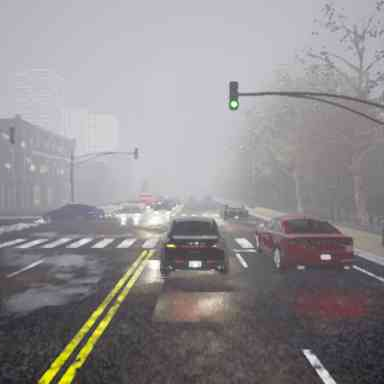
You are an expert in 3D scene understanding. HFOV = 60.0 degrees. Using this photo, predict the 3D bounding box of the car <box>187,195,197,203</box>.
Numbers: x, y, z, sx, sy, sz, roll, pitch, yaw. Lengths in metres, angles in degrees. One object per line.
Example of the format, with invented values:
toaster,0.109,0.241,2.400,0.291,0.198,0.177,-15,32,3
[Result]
car,0.007,1.474,69.735,1.812,1.442,4.674,0,0,0

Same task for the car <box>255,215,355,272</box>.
car,3.350,1.473,10.799,1.882,1.535,5.008,0,0,0

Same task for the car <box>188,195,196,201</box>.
car,0.009,1.334,79.738,1.994,1.385,4.181,0,0,0

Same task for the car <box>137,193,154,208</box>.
car,-6.575,1.194,47.762,2.150,2.045,5.566,0,0,0

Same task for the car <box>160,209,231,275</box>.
car,0.038,1.500,10.465,1.837,1.490,4.892,0,0,-1

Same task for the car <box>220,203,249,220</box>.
car,3.354,1.587,27.292,1.895,1.301,4.718,0,0,0

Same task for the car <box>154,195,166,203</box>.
car,-6.492,1.462,67.881,1.837,1.490,4.892,0,0,0

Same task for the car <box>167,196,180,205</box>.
car,-3.244,1.456,59.632,2.128,1.511,4.902,0,0,0

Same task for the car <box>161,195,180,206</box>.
car,-3.319,1.536,49.381,1.994,1.385,4.181,0,0,0

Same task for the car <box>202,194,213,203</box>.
car,3.257,1.305,69.705,2.097,1.767,4.553,0,0,0

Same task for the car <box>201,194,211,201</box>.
car,3.259,1.307,79.738,2.128,1.511,4.902,0,0,0

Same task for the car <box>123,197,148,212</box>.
car,-6.601,1.580,38.220,1.895,1.301,4.718,0,0,1

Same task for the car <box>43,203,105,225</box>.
car,-8.431,1.524,23.852,4.674,1.442,1.812,-1,-1,23

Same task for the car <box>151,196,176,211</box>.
car,-3.336,1.542,39.863,1.994,1.385,4.181,0,0,0
